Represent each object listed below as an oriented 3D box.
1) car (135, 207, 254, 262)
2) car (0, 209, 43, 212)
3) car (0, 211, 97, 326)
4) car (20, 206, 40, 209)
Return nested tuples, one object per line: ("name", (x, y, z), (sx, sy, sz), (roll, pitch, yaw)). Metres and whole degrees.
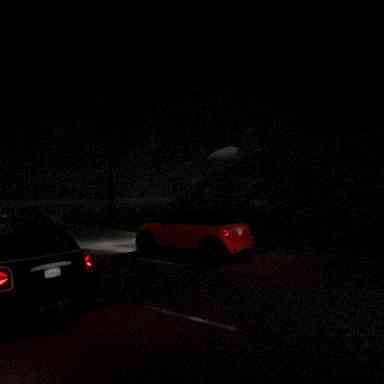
("car", (-0.045, 1.431, 12.692), (4.553, 1.767, 2.097), (-1, 0, 37))
("car", (-7.343, 1.658, 14.130), (4.892, 1.490, 1.837), (-1, -1, 42))
("car", (-4.099, 1.432, 6.992), (4.553, 1.767, 2.097), (-1, 0, 37))
("car", (-12.982, 1.832, 26.624), (2.033, 1.411, 5.357), (0, 0, -29))
